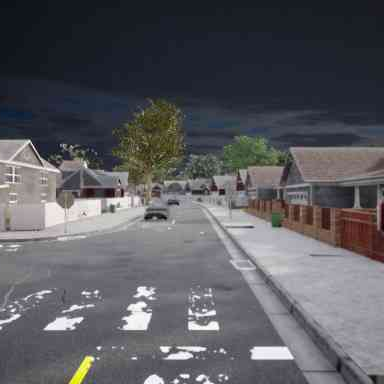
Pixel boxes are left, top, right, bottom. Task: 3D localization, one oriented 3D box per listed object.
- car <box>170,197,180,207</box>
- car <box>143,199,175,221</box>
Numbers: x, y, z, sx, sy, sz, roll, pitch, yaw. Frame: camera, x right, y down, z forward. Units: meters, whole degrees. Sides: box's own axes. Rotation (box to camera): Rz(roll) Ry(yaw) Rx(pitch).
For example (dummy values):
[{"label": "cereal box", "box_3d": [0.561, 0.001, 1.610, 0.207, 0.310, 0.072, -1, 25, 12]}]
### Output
[{"label": "car", "box_3d": [-2.919, 1.555, 53.166, 2.033, 1.411, 5.357, 0, 0, -4]}, {"label": "car", "box_3d": [-2.753, 1.565, 27.353, 2.033, 1.411, 5.357, 0, 0, 0]}]
